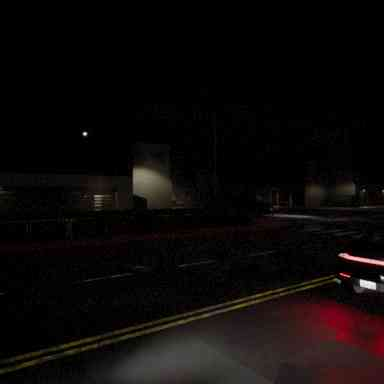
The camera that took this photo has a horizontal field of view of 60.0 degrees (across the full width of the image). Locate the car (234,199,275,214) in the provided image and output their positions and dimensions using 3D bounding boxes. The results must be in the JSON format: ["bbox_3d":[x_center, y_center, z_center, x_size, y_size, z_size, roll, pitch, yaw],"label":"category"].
[{"bbox_3d":[6.499,1.491,35.182,2.128,1.511,4.902,0,0,-36],"label":"car"}]

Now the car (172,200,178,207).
[{"bbox_3d":[-3.982,1.504,49.579,1.837,1.490,4.892,0,0,-36],"label":"car"}]

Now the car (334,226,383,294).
[{"bbox_3d":[5.218,1.491,7.527,4.902,1.511,2.128,0,0,-35],"label":"car"}]
